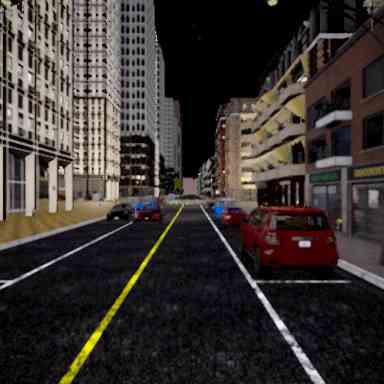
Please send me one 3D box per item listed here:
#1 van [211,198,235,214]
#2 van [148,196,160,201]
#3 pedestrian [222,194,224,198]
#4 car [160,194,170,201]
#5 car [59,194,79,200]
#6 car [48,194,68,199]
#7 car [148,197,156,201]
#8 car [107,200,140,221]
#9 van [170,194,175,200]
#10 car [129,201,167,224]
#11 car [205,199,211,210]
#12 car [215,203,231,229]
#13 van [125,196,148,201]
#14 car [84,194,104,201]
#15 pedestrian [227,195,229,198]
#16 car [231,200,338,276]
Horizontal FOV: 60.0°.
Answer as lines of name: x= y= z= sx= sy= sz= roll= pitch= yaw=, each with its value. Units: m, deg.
van: x=2.694 y=1.376 z=27.257 sx=1.690 sy=1.788 sz=3.998 roll=0 pitch=0 yaw=0
van: x=-5.685 y=1.402 z=44.204 sx=1.690 sy=1.788 sz=3.998 roll=0 pitch=0 yaw=0
pedestrian: x=6.145 y=1.243 z=66.483 sx=0.375 sy=1.860 sz=0.375 roll=0 pitch=0 yaw=0
car: x=-5.683 y=1.531 z=61.149 sx=1.967 sy=1.590 sz=4.097 roll=0 pitch=0 yaw=0
car: x=-26.699 y=1.213 z=71.919 sx=4.206 sy=1.307 sz=1.802 roll=1 pitch=-1 yaw=0
car: x=-32.352 y=1.107 z=80.288 sx=4.206 sy=1.307 sz=1.802 roll=1 pitch=-1 yaw=0
car: x=-5.685 y=1.602 z=38.555 sx=2.008 sy=1.369 sz=4.403 roll=0 pitch=0 yaw=0
car: x=-5.686 y=1.600 z=27.257 sx=1.947 sy=1.339 sz=4.313 roll=0 pitch=0 yaw=0
van: x=-5.679 y=1.498 z=93.624 sx=1.690 sy=1.788 sz=3.998 roll=0 pitch=0 yaw=0
car: x=-3.097 y=1.595 z=24.640 sx=1.994 sy=1.385 sz=4.181 roll=0 pitch=0 yaw=0
car: x=2.696 y=1.612 z=44.202 sx=2.008 sy=1.369 sz=4.403 roll=0 pitch=0 yaw=0
car: x=2.693 y=1.609 z=21.608 sx=1.802 sy=1.307 sz=4.206 roll=0 pitch=0 yaw=0
van: x=-5.687 y=1.384 z=32.906 sx=1.690 sy=1.788 sz=3.998 roll=0 pitch=0 yaw=0
car: x=-21.122 y=1.179 z=71.934 sx=4.097 sy=1.590 sz=1.967 roll=1 pitch=-1 yaw=0
pedestrian: x=7.144 y=1.406 z=65.282 sx=0.375 sy=1.860 sz=0.375 roll=0 pitch=0 yaw=0
car: x=2.692 y=1.327 z=10.311 sx=2.192 sy=1.841 sz=5.009 roll=0 pitch=0 yaw=0
